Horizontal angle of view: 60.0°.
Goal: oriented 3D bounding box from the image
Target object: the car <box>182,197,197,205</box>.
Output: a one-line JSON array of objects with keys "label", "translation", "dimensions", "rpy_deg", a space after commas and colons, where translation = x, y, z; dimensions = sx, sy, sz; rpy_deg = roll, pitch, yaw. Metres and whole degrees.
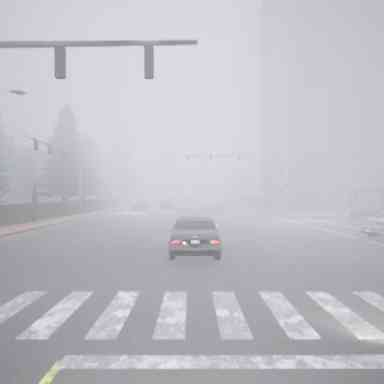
[{"label": "car", "translation": [-0.588, 1.951, 68.901], "dimensions": [1.895, 1.301, 4.718], "rpy_deg": [0, 0, 21]}]

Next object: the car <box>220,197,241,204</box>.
[{"label": "car", "translation": [8.341, 1.917, 75.997], "dimensions": [2.128, 1.511, 4.902], "rpy_deg": [0, 0, 43]}]

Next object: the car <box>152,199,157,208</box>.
[{"label": "car", "translation": [-6.981, 1.845, 54.794], "dimensions": [1.994, 1.385, 4.181], "rpy_deg": [0, 0, 1]}]

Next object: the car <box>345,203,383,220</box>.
[{"label": "car", "translation": [15.374, 1.691, 27.693], "dimensions": [4.902, 1.511, 2.128], "rpy_deg": [0, 0, 0]}]

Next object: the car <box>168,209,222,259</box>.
[{"label": "car", "translation": [0.100, 1.615, 12.837], "dimensions": [2.033, 1.411, 5.357], "rpy_deg": [0, 0, 0]}]

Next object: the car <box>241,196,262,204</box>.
[{"label": "car", "translation": [13.365, 1.931, 75.843], "dimensions": [5.357, 1.411, 2.033], "rpy_deg": [0, 0, -37]}]

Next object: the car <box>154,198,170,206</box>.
[{"label": "car", "translation": [-5.764, 1.933, 64.646], "dimensions": [1.895, 1.301, 4.718], "rpy_deg": [0, 0, 12]}]

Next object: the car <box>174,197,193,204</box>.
[{"label": "car", "translation": [-1.893, 1.858, 74.007], "dimensions": [1.882, 1.535, 5.008], "rpy_deg": [0, 0, 30]}]

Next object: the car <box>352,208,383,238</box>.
[{"label": "car", "translation": [10.938, 1.670, 16.901], "dimensions": [4.674, 1.442, 1.812], "rpy_deg": [0, -1, -12]}]

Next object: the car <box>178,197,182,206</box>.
[{"label": "car", "translation": [-3.264, 1.808, 59.032], "dimensions": [1.837, 1.490, 4.892], "rpy_deg": [0, 0, 3]}]

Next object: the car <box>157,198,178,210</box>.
[{"label": "car", "translation": [-3.567, 1.729, 48.906], "dimensions": [1.882, 1.535, 5.008], "rpy_deg": [0, 0, 0]}]

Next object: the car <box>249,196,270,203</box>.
[{"label": "car", "translation": [16.626, 1.779, 82.044], "dimensions": [4.553, 1.767, 2.097], "rpy_deg": [0, 0, -24]}]

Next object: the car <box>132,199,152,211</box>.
[{"label": "car", "translation": [-7.073, 1.837, 45.984], "dimensions": [1.895, 1.301, 4.718], "rpy_deg": [0, 0, 0]}]
